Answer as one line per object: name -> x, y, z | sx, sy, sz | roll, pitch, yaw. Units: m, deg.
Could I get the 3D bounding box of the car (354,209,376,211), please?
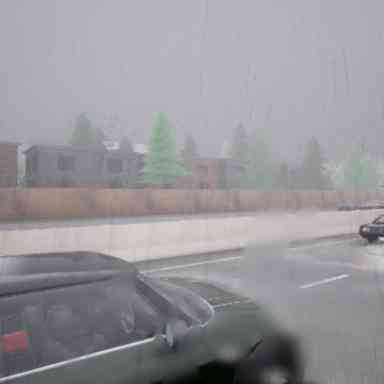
car -> 19.642, 1.521, 35.197 | 5.008, 1.535, 1.882 | 0, 0, -36

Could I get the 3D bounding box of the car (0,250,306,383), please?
car -> -1.026, 1.353, 3.015 | 4.553, 1.767, 2.097 | 0, 0, -35

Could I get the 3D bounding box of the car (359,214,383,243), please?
car -> 9.538, 1.620, 14.848 | 4.718, 1.301, 1.895 | 0, 0, -35
